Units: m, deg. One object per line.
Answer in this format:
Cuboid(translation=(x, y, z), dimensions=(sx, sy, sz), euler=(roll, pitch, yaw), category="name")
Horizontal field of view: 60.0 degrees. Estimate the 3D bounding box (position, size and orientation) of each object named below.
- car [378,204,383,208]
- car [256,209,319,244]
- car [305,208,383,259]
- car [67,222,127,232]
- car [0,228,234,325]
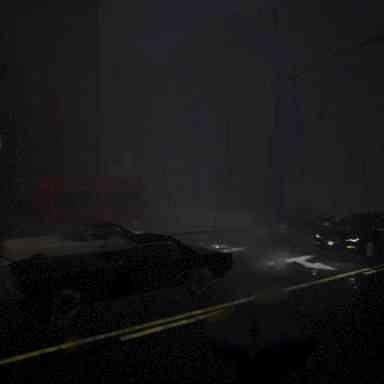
Cuboid(translation=(13.342, 1.533, 22.109), dimensions=(4.553, 1.767, 2.097), euler=(1, 0, -35), category="car")
Cuboid(translation=(5.270, 1.597, 16.371), dimensions=(4.902, 1.511, 2.128), euler=(1, 0, -35), category="car")
Cuboid(translation=(6.906, 1.601, 13.239), dimensions=(4.892, 1.490, 1.837), euler=(1, 0, -35), category="car")
Cuboid(translation=(-3.246, 1.630, 10.272), dimensions=(4.718, 1.301, 1.895), euler=(0, 0, -36), category="car")
Cuboid(translation=(-1.418, 1.623, 7.277), dimensions=(4.718, 1.301, 1.895), euler=(0, 0, -36), category="car")
